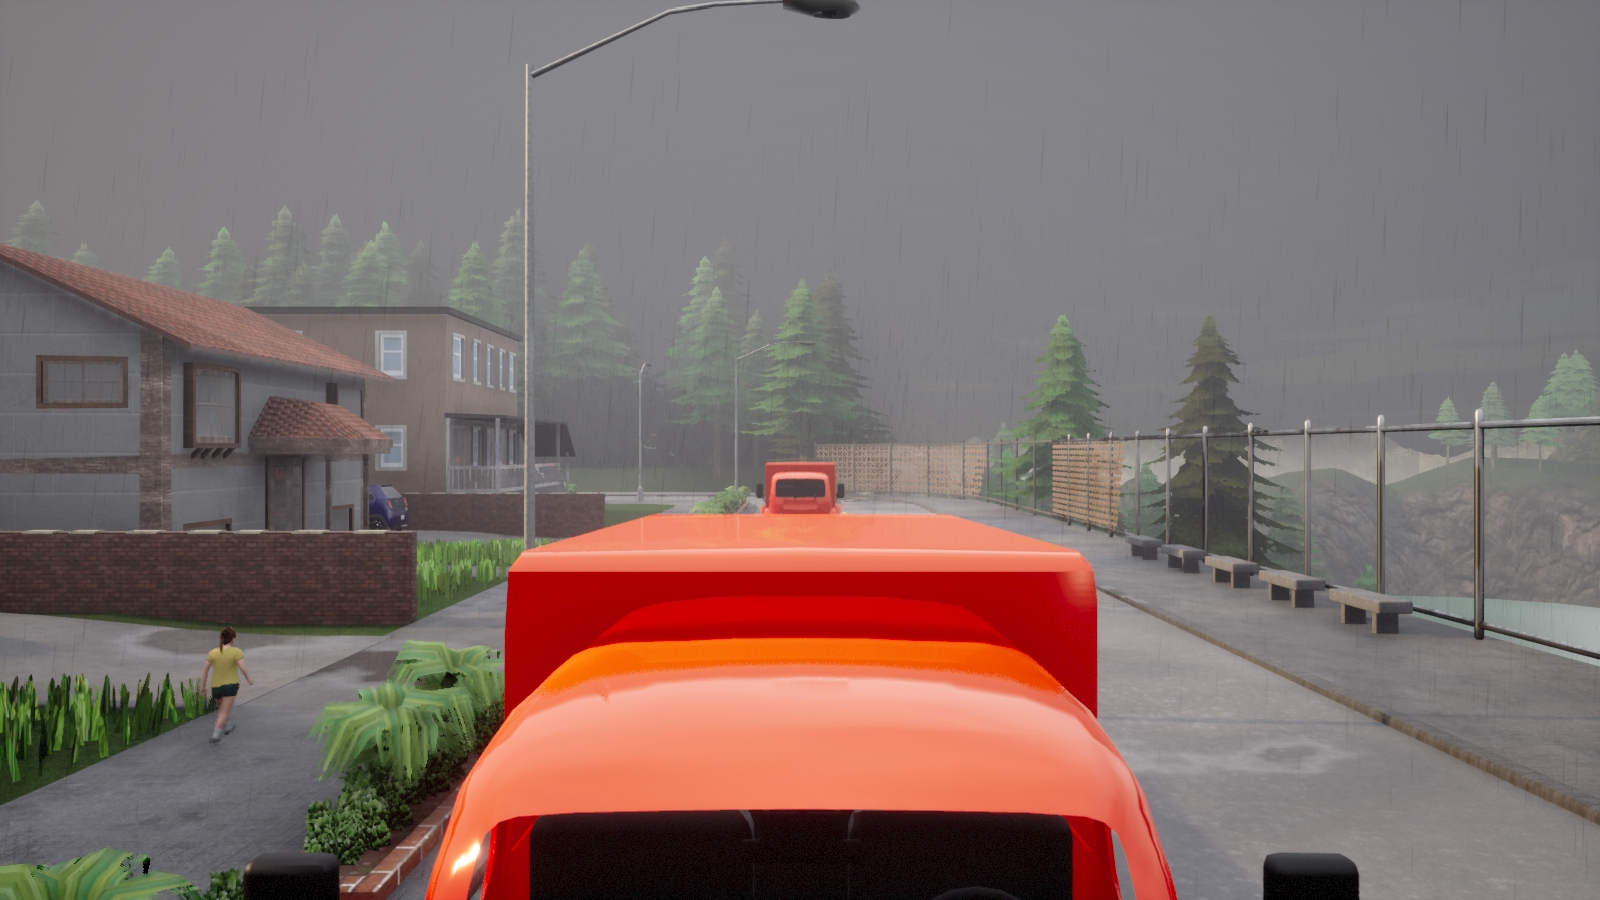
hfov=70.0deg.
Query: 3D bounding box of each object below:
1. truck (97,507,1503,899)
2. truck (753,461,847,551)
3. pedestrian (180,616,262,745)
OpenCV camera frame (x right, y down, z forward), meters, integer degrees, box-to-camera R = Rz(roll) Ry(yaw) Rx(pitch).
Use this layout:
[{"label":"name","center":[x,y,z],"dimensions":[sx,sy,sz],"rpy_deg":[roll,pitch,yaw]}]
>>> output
[{"label":"truck","center":[0.000,1.579,4.730],"dimensions":[2.627,2.467,5.204],"rpy_deg":[0,-1,0]},{"label":"truck","center":[0.009,1.590,34.402],"dimensions":[2.627,2.467,5.204],"rpy_deg":[0,0,0]},{"label":"pedestrian","center":[-5.380,2.131,10.637],"dimensions":[0.500,1.100,0.500],"rpy_deg":[0,0,2]}]
